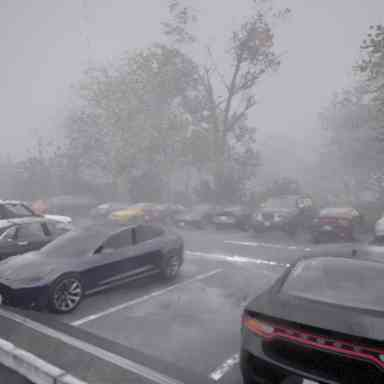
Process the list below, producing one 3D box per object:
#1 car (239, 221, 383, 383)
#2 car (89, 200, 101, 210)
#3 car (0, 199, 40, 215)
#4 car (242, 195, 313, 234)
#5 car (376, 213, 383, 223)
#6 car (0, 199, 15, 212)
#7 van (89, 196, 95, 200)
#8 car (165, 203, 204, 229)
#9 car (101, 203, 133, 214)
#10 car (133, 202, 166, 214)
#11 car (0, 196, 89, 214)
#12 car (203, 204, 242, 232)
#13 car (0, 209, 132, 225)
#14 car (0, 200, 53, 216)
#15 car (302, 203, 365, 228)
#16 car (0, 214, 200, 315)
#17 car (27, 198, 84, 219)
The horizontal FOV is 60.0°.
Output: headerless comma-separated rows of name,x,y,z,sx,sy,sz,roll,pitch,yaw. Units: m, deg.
car,2.452,1.469,4.724,2.097,1.535,5.008,0,0,35
car,-6.024,1.575,26.805,2.002,1.452,4.674,0,0,35
car,-19.625,1.628,36.508,2.097,1.535,5.008,-1,0,36
car,5.308,1.232,18.714,2.435,2.045,5.566,0,0,35
car,9.763,1.510,15.578,2.002,1.452,4.674,0,0,35
car,-24.162,1.683,39.735,2.097,1.535,5.008,-1,-1,36
van,-10.495,1.331,30.134,1.878,1.987,4.442,0,0,35
car,0.770,1.532,21.939,2.163,1.488,4.792,0,0,35
car,-3.861,1.522,25.041,1.946,1.575,5.366,0,0,35
car,-1.486,1.514,23.573,2.097,1.535,5.008,0,0,35
car,-6.667,1.250,11.249,2.435,2.045,5.566,0,0,35
car,3.073,1.522,20.373,2.163,1.488,4.792,0,0,35
car,-4.398,1.492,9.595,2.231,1.521,4.892,0,0,35
car,-17.358,1.646,34.887,2.002,1.452,4.674,-1,0,36
car,7.593,1.476,17.117,2.097,1.535,5.008,0,0,35
car,-2.132,1.511,7.954,2.163,1.488,4.792,0,0,35
car,-12.845,1.446,31.627,2.185,1.767,4.553,0,0,35
